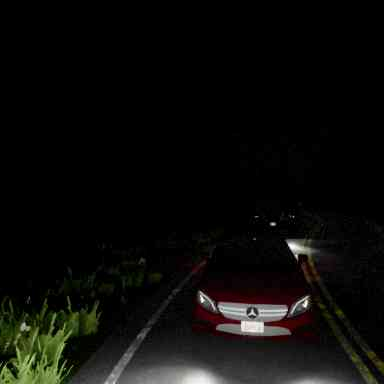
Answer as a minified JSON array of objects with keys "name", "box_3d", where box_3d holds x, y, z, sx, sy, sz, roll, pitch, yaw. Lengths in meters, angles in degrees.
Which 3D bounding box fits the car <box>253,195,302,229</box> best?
[{"name":"car","box_3d":[4.992,1.215,18.888,2.150,2.045,5.566,-2,-1,22]}]

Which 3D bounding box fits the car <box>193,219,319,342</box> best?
[{"name":"car","box_3d":[1.227,1.534,6.715,1.812,1.442,4.674,-1,0,11]}]
